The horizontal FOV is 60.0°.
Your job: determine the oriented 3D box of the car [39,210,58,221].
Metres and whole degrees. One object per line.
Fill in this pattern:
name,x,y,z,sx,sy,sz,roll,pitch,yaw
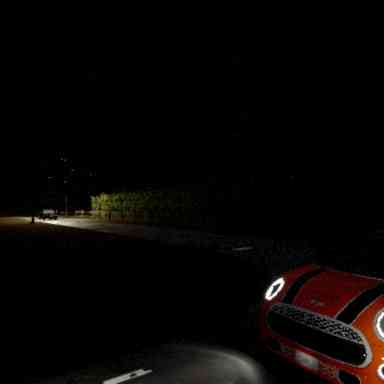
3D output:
car,-20.958,3.360,48.406,2.128,1.511,4.902,2,-4,-36

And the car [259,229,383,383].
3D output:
car,3.178,1.418,5.238,4.553,1.767,2.097,1,-1,-36
